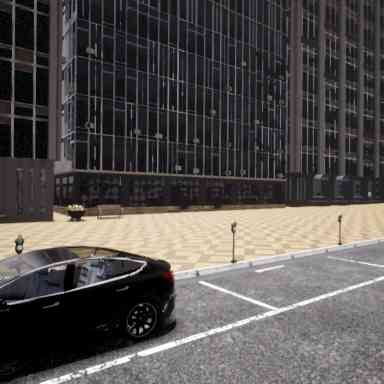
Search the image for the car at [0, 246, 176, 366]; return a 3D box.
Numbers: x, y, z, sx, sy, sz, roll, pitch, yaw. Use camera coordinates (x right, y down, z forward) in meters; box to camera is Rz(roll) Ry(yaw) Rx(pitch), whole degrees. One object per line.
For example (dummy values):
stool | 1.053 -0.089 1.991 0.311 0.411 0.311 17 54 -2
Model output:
car | -2.258 1.566 4.941 4.313 1.339 1.947 0 1 -36
